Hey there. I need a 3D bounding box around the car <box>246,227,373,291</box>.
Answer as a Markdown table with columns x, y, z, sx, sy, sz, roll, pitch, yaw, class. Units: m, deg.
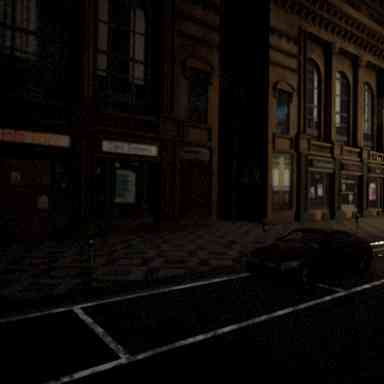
| x | y | z | sx | sy | sz | roll | pitch | yaw | class |
| --- | --- | --- | --- | --- | --- | --- | --- | --- | --- |
| 3.368 | 1.642 | 9.158 | 4.206 | 1.307 | 1.802 | 1 | 0 | -35 | car |
